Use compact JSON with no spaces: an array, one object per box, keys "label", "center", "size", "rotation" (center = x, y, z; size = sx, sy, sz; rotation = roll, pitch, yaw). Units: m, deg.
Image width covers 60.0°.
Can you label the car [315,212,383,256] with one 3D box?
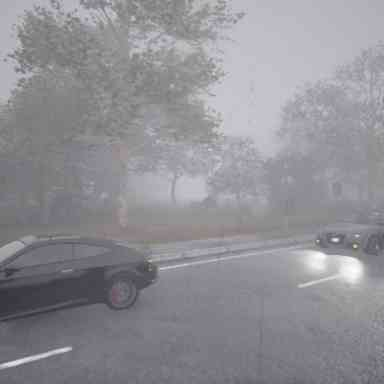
[{"label":"car","center":[6.732,1.515,12.980],"size":[4.181,1.385,1.994],"rotation":[0,0,-35]}]

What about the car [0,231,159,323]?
[{"label":"car","center":[-2.864,1.521,6.241],"size":[4.674,1.442,1.812],"rotation":[0,0,-35]}]
